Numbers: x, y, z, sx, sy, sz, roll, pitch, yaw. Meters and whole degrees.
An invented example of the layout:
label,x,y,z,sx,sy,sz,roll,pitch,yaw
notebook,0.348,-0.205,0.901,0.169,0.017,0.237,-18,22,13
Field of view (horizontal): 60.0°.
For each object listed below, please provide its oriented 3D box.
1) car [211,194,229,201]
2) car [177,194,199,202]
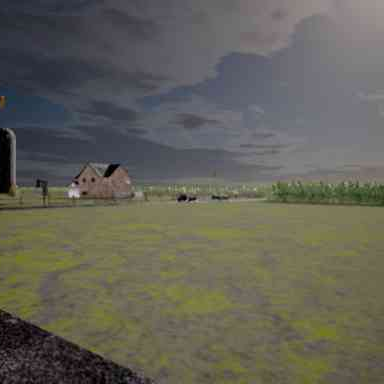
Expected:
label,x,y,z,sx,sy,sz,roll,pitch,yaw
car,5.862,1.106,68.473,2.128,1.511,4.902,0,0,36
car,-0.686,1.089,59.285,1.837,1.490,4.892,0,0,36
